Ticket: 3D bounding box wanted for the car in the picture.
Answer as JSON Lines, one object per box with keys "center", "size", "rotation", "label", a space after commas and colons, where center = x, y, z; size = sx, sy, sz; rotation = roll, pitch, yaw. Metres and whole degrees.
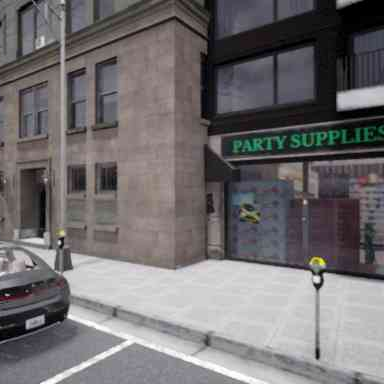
{"center": [-3.959, 1.589, 5.899], "size": [4.403, 1.369, 2.008], "rotation": [0, 0, 35], "label": "car"}
